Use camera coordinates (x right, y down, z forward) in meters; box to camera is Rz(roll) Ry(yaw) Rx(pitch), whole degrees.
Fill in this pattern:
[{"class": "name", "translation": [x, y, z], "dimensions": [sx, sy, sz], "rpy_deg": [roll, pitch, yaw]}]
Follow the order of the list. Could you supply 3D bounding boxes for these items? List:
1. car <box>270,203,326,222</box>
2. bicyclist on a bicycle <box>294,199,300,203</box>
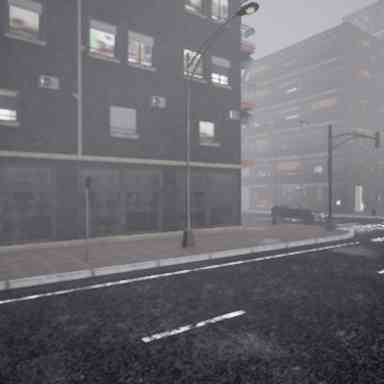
[{"class": "car", "translation": [8.994, 1.722, 28.506], "dimensions": [2.128, 1.511, 4.902], "rpy_deg": [0, -1, -37]}, {"class": "bicyclist on a bicycle", "translation": [12.223, 1.585, 38.835], "dimensions": [1.656, 1.620, 0.582], "rpy_deg": [-1, 0, -36]}]
